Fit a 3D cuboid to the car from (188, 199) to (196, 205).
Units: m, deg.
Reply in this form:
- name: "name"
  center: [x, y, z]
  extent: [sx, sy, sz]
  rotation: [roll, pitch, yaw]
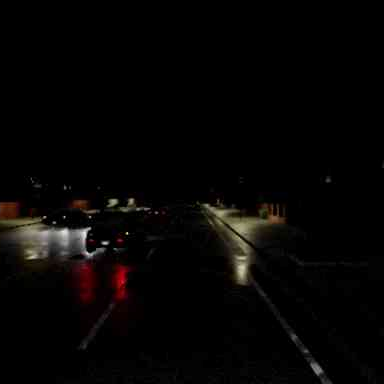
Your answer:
- name: "car"
  center: [-0.026, 2.437, 78.693]
  extent: [1.994, 1.385, 4.181]
  rotation: [0, -1, 0]

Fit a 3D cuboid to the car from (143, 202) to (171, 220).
- name: "car"
  center: [-3.161, 1.948, 32.165]
  extent: [2.033, 1.411, 5.357]
  rotation: [0, -1, 0]

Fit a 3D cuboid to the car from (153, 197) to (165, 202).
- name: "car"
  center: [-6.527, 2.123, 66.889]
  extent: [2.150, 2.045, 5.566]
  rotation: [0, 0, 0]

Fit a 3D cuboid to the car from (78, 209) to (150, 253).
- name: "car"
  center: [-3.157, 1.691, 14.411]
  extent: [1.812, 1.442, 4.674]
  rotation: [0, -1, 0]

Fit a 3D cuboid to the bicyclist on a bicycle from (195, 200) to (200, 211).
- name: "bicyclist on a bicycle"
  center: [0.871, 2.113, 51.163]
  extent: [0.866, 1.612, 1.509]
  rotation: [0, -1, 0]

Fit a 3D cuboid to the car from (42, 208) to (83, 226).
- name: "car"
  center: [-9.860, 1.917, 26.046]
  extent: [1.895, 1.301, 4.718]
  rotation: [0, -1, 0]

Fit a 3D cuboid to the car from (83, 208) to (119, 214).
- name: "car"
  center: [-6.610, 1.916, 26.048]
  extent: [1.895, 1.301, 4.718]
  rotation: [0, -1, 0]

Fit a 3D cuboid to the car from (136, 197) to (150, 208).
- name: "car"
  center: [-9.775, 2.123, 66.813]
  extent: [2.150, 2.045, 5.566]
  rotation: [0, -1, 0]

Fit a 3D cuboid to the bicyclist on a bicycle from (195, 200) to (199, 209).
- name: "bicyclist on a bicycle"
  center: [0.871, 2.257, 60.165]
  extent: [0.582, 1.620, 1.656]
  rotation: [0, -1, 0]
